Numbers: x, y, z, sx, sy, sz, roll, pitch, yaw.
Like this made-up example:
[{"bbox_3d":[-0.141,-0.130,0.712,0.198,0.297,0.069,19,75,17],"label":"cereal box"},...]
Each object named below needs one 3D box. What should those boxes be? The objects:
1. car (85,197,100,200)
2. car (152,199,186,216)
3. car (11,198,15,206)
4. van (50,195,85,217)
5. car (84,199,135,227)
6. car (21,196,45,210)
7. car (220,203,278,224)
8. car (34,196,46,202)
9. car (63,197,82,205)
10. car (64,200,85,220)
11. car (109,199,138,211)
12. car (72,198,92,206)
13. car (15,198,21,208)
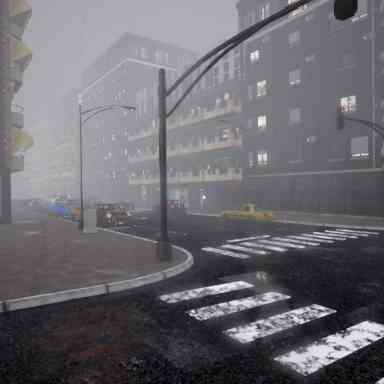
[{"bbox_3d":[-15.244,1.502,51.269,1.967,1.590,4.097,-1,1,-36],"label":"car"},{"bbox_3d":[-2.337,1.441,33.284,1.967,1.590,4.097,-1,1,-36],"label":"car"},{"bbox_3d":[-31.731,1.782,59.873,1.887,1.381,4.507,-1,1,-36],"label":"car"},{"bbox_3d":[-12.373,1.483,32.894,1.690,1.788,3.998,-1,1,-36],"label":"van"},{"bbox_3d":[-5.918,1.553,23.904,1.967,1.590,4.097,-1,1,-36],"label":"car"},{"bbox_3d":[-22.052,1.628,46.384,1.967,1.590,4.097,-1,1,-36],"label":"car"},{"bbox_3d":[4.019,1.498,24.431,1.752,1.417,4.829,-1,1,-36],"label":"car"},{"bbox_3d":[-37.830,1.728,82.744,1.887,1.381,4.507,-1,1,-36],"label":"car"},{"bbox_3d":[-21.696,1.645,60.262,2.008,1.369,4.403,-1,1,-36],"label":"car"},{"bbox_3d":[-9.044,1.652,28.262,1.752,1.417,4.829,-1,1,-36],"label":"car"},{"bbox_3d":[-8.789,1.582,42.278,2.008,1.369,4.403,-1,1,-36],"label":"car"},{"bbox_3d":[-18.469,1.644,55.766,1.947,1.339,4.313,-1,1,-36],"label":"car"},{"bbox_3d":[-25.277,1.770,50.881,1.947,1.339,4.313,-1,1,-36],"label":"car"}]
